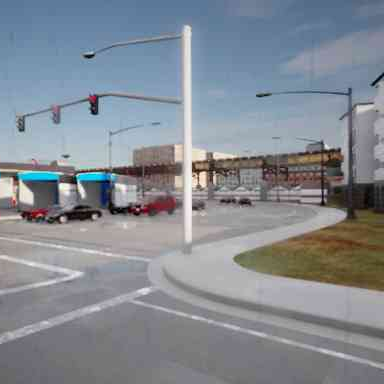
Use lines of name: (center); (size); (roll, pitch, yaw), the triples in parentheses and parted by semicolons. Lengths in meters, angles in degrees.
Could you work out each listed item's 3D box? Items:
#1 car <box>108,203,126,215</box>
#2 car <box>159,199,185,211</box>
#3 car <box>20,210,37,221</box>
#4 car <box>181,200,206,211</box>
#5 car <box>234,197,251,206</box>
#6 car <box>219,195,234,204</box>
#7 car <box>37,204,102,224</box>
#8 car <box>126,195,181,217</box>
car: (-6.794, 1.769, 35.997); (1.895, 1.301, 4.718); (0, 0, 30)
car: (-2.638, 1.731, 45.805); (2.033, 1.411, 5.357); (0, 0, 15)
car: (-11.979, 1.768, 28.438); (1.895, 1.301, 4.718); (0, 0, 37)
car: (0.437, 1.708, 43.877); (2.033, 1.411, 5.357); (0, 0, 16)
car: (9.206, 1.677, 59.003); (1.837, 1.490, 4.892); (0, 0, -3)
car: (7.390, 1.571, 69.058); (2.097, 1.767, 4.553); (0, 0, -18)
car: (-9.276, 1.671, 26.256); (1.812, 1.442, 4.674); (0, 0, 36)
car: (-3.816, 1.368, 34.195); (2.150, 2.045, 5.566); (0, 0, 30)
